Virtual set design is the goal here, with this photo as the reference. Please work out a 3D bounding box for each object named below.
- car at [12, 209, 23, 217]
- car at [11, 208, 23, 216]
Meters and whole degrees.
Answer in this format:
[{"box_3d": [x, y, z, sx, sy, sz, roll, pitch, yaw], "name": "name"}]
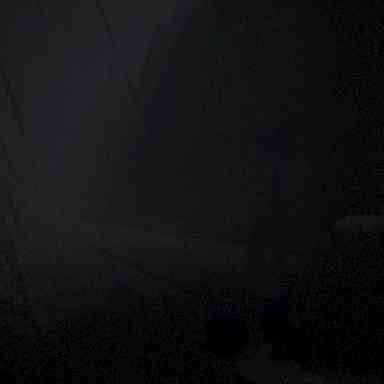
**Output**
[{"box_3d": [-34.903, 4.249, 66.587, 2.033, 1.411, 5.357, -5, 0, -29], "name": "car"}, {"box_3d": [-39.899, 4.565, 75.723, 2.128, 1.511, 4.902, -5, 0, -29], "name": "car"}]
